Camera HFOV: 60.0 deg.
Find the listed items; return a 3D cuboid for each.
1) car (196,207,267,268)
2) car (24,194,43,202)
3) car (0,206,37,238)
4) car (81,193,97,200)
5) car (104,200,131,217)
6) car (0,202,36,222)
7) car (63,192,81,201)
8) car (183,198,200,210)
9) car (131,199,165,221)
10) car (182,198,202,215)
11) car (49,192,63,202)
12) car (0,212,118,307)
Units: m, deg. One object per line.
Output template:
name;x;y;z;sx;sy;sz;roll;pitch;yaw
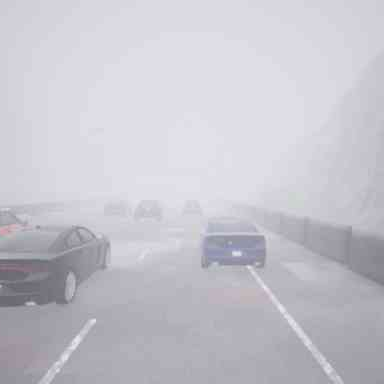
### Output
car;1.214;1.518;11.464;1.882;1.535;5.008;0;0;0
car;-31.562;1.256;66.302;2.097;1.767;4.553;0;0;0
car;-10.417;1.568;18.049;1.812;1.442;4.674;0;0;0
car;-21.065;1.414;69.615;1.812;1.442;4.674;0;0;0
car;-6.929;1.485;31.692;1.882;1.535;5.008;0;0;0
car;-6.910;1.392;11.370;2.097;1.767;4.553;0;0;0
car;-24.565;1.114;69.998;2.150;2.045;5.566;0;0;0
car;-0.031;1.516;44.105;2.033;1.411;5.357;0;0;0
car;-3.426;1.372;27.852;2.097;1.767;4.553;0;0;0
car;0.020;1.564;33.997;1.994;1.385;4.181;0;0;1
car;-28.065;1.114;69.995;2.150;2.045;5.566;0;0;0
car;-3.408;1.512;8.207;1.882;1.535;5.008;0;0;0
